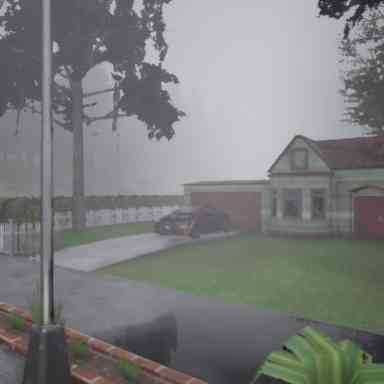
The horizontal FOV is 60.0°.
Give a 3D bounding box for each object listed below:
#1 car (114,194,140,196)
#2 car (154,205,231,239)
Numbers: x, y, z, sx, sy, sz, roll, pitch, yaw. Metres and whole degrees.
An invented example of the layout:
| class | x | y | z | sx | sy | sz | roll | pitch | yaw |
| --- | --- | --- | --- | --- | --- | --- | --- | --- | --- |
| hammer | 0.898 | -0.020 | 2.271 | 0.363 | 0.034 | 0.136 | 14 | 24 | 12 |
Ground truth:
| class | x | y | z | sx | sy | sz | roll | pitch | yaw |
| --- | --- | --- | --- | --- | --- | --- | --- | --- | --- |
| car | -8.019 | 1.253 | 38.344 | 2.150 | 2.045 | 5.566 | 0 | 0 | 36 |
| car | 0.136 | 1.310 | 15.551 | 1.994 | 1.381 | 4.181 | 0 | 0 | 36 |
